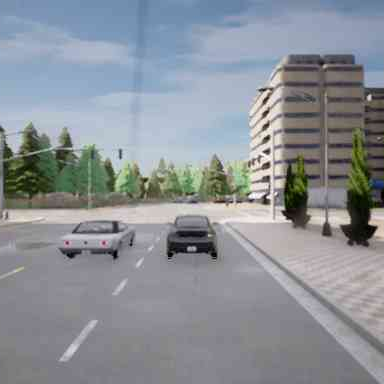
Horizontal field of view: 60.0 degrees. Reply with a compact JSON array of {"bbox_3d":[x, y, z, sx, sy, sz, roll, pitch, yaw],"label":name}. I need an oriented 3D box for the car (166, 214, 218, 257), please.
[{"bbox_3d":[0.013,1.653,13.496,1.837,1.490,4.892,0,0,0],"label":"car"}]

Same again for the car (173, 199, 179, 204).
[{"bbox_3d":[-3.000,2.431,87.200,1.837,1.490,4.892,0,-1,34],"label":"car"}]

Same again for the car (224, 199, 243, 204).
[{"bbox_3d":[11.405,2.533,87.800,4.718,1.301,1.895,1,-1,-41],"label":"car"}]

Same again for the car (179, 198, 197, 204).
[{"bbox_3d":[-0.583,2.257,84.488,2.097,1.767,4.553,0,-1,31],"label":"car"}]

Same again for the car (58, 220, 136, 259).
[{"bbox_3d":[-3.489,1.744,13.245,1.895,1.301,4.718,0,-1,0],"label":"car"}]

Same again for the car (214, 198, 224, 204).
[{"bbox_3d":[8.025,2.433,89.448,5.008,1.535,1.882,1,-1,-41],"label":"car"}]
